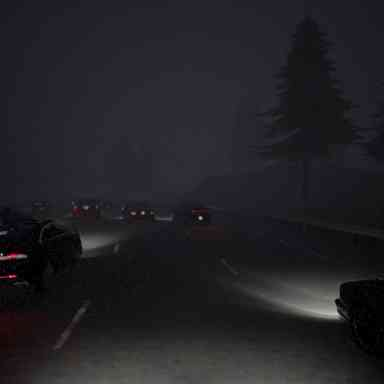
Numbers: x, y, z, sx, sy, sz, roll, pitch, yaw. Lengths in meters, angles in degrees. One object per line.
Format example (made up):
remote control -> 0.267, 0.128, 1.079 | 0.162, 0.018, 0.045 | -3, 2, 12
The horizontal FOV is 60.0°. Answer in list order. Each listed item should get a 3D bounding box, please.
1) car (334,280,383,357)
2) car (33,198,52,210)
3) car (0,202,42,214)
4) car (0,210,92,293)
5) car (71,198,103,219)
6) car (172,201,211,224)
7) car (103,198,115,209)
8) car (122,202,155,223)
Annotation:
car -> 3.330, 1.523, 2.946 | 2.033, 1.411, 5.357 | 0, 0, -3
car -> -15.291, 1.364, 33.780 | 2.128, 1.511, 4.902 | 0, 0, -26
car -> -8.980, 1.437, 15.786 | 2.128, 1.511, 4.902 | 0, 0, -12
car -> -4.231, 1.459, 8.650 | 2.128, 1.511, 4.902 | 0, 0, -6
car -> -8.753, 1.239, 27.265 | 2.097, 1.767, 4.553 | 0, 0, -20
car -> -0.128, 1.387, 23.407 | 1.837, 1.490, 4.892 | 0, 0, -16
car -> -10.857, 1.428, 40.337 | 1.895, 1.301, 4.718 | 0, 0, -28
car -> -3.997, 1.435, 24.397 | 2.033, 1.411, 5.357 | 0, 0, -17
